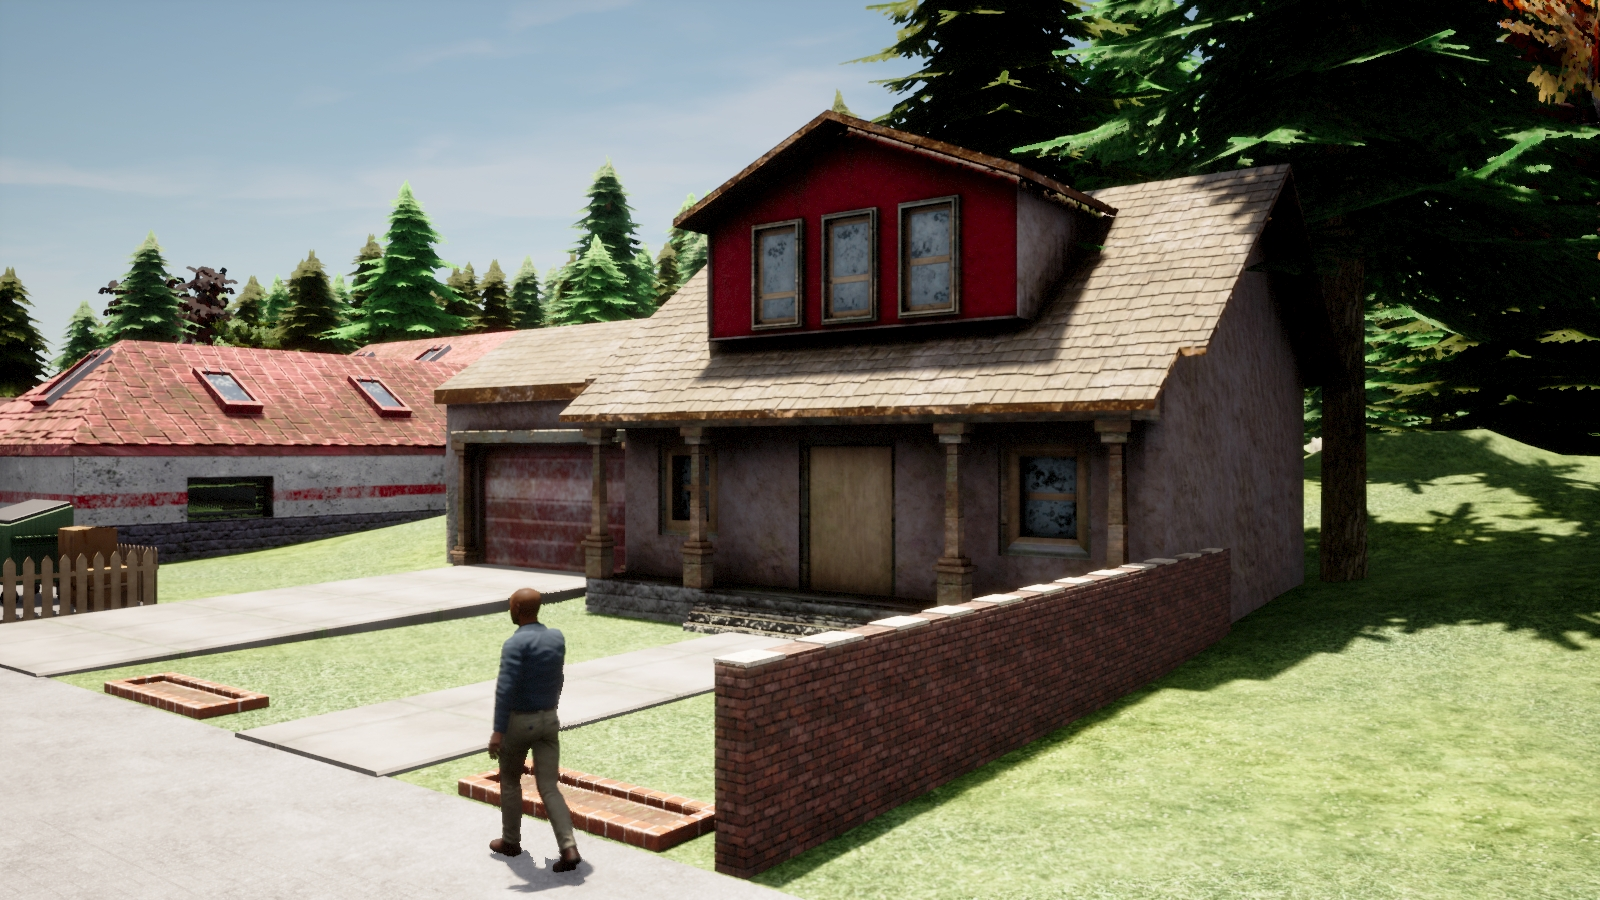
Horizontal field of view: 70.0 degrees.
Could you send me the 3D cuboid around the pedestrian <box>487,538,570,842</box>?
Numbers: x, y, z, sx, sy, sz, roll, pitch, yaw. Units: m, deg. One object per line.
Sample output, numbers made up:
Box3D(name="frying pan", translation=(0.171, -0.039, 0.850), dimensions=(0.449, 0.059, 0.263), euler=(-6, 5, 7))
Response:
Box3D(name="pedestrian", translation=(-1.765, 1.524, 7.424), dimensions=(0.375, 1.860, 0.375), euler=(0, 0, 42))
